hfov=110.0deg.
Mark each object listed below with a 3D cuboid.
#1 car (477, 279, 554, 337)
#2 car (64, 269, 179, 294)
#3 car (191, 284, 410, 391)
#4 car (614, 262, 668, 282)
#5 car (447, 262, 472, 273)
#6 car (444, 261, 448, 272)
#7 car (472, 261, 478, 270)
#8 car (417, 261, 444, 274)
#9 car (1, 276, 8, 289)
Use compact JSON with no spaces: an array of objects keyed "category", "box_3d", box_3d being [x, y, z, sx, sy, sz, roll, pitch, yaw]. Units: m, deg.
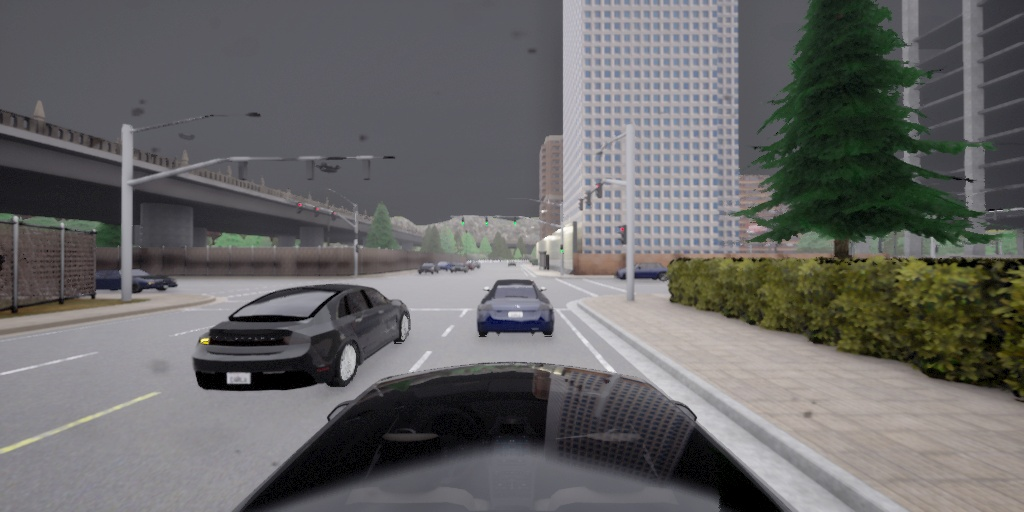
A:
[{"category":"car","box_3d":[0.088,1.372,10.563,1.994,1.385,4.181,0,0,0]},{"category":"car","box_3d":[-23.490,1.483,21.599,5.357,1.411,2.033,0,0,0]},{"category":"car","box_3d":[-3.433,1.291,6.942,1.837,1.490,4.892,0,0,0]},{"category":"car","box_3d":[11.643,1.358,32.372,4.553,1.767,2.097,0,0,0]},{"category":"car","box_3d":[-7.085,1.621,48.702,1.994,1.385,4.181,0,0,0]},{"category":"car","box_3d":[-10.587,1.578,55.400,1.882,1.535,5.008,0,0,0]},{"category":"car","box_3d":[-7.083,1.715,57.456,1.895,1.301,4.718,0,0,0]},{"category":"car","box_3d":[-10.593,1.586,45.950,2.033,1.411,5.357,0,0,0]},{"category":"car","box_3d":[-33.556,1.426,21.578,4.902,1.511,2.128,0,0,0]}]
